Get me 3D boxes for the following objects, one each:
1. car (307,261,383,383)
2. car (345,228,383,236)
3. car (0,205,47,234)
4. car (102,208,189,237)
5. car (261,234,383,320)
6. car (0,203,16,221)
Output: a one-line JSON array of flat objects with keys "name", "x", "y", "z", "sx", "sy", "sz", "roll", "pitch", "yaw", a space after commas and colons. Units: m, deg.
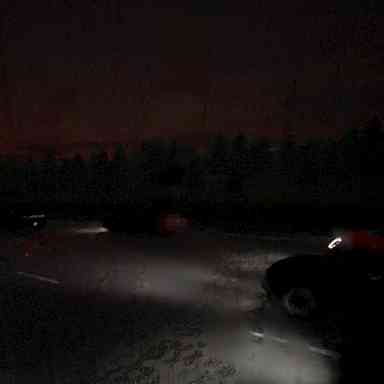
[{"name": "car", "x": 3.243, "y": 1.514, "z": 1.679, "sx": 4.674, "sy": 1.442, "sz": 1.812, "roll": 0, "pitch": 0, "yaw": 35}, {"name": "car", "x": 5.809, "y": 1.354, "z": 8.445, "sx": 4.553, "sy": 1.767, "sz": 2.097, "roll": 0, "pitch": 0, "yaw": 35}, {"name": "car", "x": -10.895, "y": 1.634, "z": 20.356, "sx": 4.902, "sy": 1.511, "sz": 2.128, "roll": 0, "pitch": 0, "yaw": 35}, {"name": "car", "x": -2.741, "y": 1.638, "z": 18.840, "sx": 5.357, "sy": 1.411, "sz": 2.033, "roll": 0, "pitch": 0, "yaw": 35}, {"name": "car", "x": 3.655, "y": 1.603, "z": 5.683, "sx": 4.718, "sy": 1.301, "sz": 1.895, "roll": 0, "pitch": 0, "yaw": 35}, {"name": "car", "x": -18.189, "y": 1.769, "z": 29.855, "sx": 5.357, "sy": 1.411, "sz": 2.033, "roll": 0, "pitch": 0, "yaw": 35}]
